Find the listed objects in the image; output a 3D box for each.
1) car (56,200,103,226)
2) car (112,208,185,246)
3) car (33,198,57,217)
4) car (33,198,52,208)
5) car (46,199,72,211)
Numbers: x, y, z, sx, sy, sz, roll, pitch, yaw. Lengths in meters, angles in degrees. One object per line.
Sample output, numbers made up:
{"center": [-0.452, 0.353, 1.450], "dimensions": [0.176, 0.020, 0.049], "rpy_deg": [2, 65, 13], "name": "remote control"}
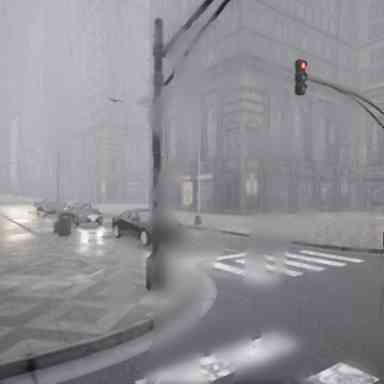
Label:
{"center": [-8.078, 1.606, 24.493], "dimensions": [2.128, 1.511, 4.902], "rpy_deg": [1, 0, -35], "name": "car"}
{"center": [-2.237, 1.581, 16.154], "dimensions": [1.882, 1.535, 5.008], "rpy_deg": [1, 0, -35], "name": "car"}
{"center": [-14.150, 1.659, 33.178], "dimensions": [2.033, 1.411, 5.357], "rpy_deg": [1, 0, -35], "name": "car"}
{"center": [-23.022, 1.652, 51.241], "dimensions": [1.812, 1.442, 4.674], "rpy_deg": [1, 0, -35], "name": "car"}
{"center": [-17.450, 1.682, 43.377], "dimensions": [2.033, 1.411, 5.357], "rpy_deg": [1, 0, -34], "name": "car"}
